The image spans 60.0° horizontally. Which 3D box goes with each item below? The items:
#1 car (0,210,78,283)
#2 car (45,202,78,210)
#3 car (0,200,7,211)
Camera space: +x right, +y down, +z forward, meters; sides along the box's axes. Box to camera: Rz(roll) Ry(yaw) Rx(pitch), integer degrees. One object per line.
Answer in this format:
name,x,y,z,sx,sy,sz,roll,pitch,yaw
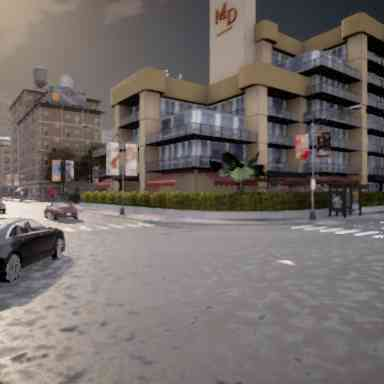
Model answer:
car,-5.332,1.491,9.670,2.128,1.511,4.902,0,0,0
car,-10.828,1.526,27.469,1.812,1.442,4.674,0,0,-36
car,-21.310,1.547,35.949,2.033,1.411,5.357,0,0,-36
